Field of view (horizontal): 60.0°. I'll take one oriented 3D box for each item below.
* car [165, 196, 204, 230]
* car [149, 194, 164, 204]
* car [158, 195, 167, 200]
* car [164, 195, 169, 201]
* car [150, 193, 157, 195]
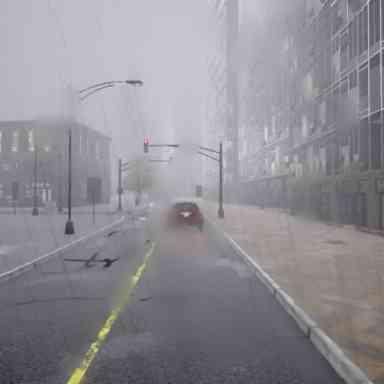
[{"bbox_3d":[-0.456,1.357,21.260,2.097,1.767,4.553,0,0,-3],"label":"car"},{"bbox_3d":[-6.847,1.588,62.911,1.895,1.301,4.718,0,0,-7],"label":"car"},{"bbox_3d":[-7.786,1.405,87.671,1.895,1.301,4.718,0,0,-11],"label":"car"},{"bbox_3d":[-6.061,1.454,77.371,1.882,1.535,5.008,0,0,-9],"label":"car"},{"bbox_3d":[-8.997,1.195,78.317,2.150,2.045,5.566,0,0,-9],"label":"car"}]
